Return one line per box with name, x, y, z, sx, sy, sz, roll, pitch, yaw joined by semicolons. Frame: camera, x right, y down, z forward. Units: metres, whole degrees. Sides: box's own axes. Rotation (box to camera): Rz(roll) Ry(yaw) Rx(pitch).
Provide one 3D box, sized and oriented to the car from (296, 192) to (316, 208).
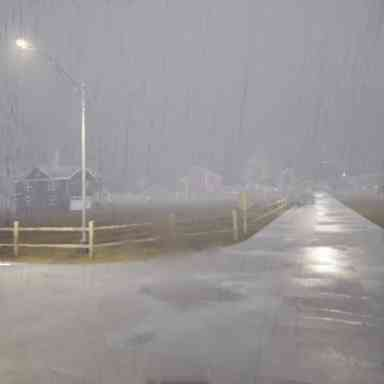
car;14.801;1.027;43.091;2.150;2.045;5.566;-3;1;21
